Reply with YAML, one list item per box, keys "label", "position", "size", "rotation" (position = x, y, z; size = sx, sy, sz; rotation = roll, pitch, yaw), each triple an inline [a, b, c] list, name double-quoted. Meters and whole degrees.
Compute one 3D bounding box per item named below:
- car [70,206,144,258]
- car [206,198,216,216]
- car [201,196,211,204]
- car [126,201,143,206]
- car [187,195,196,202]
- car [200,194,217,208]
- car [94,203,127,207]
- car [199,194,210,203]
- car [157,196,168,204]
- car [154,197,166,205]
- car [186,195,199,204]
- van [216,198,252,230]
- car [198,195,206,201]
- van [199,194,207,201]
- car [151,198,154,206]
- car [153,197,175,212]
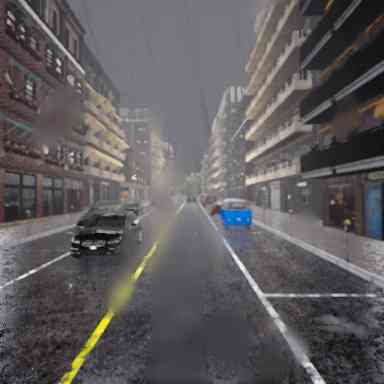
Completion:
- label: "car"
  position: [-3.094, 1.505, 12.850]
  size: [1.837, 1.490, 4.892]
  rotation: [0, 0, 0]
- label: "car"
  position: [2.681, 1.536, 32.055]
  size: [1.887, 1.381, 4.507]
  rotation: [1, 0, 0]
- label: "car"
  position: [2.656, 1.513, 65.651]
  size: [1.752, 1.417, 4.829]
  rotation: [1, 0, 0]
- label: "car"
  position: [-5.700, 1.565, 32.089]
  size: [1.947, 1.339, 4.313]
  rotation: [1, 0, 0]
- label: "car"
  position: [-0.053, 1.442, 75.737]
  size: [2.033, 1.411, 5.357]
  rotation: [0, 0, 0]
- label: "car"
  position: [2.671, 1.304, 48.769]
  size: [2.192, 1.841, 5.009]
  rotation: [1, 0, 0]
- label: "car"
  position: [-5.691, 1.567, 20.947]
  size: [1.947, 1.339, 4.313]
  rotation: [1, 0, 0]
- label: "car"
  position: [2.655, 1.303, 71.053]
  size: [2.192, 1.841, 5.009]
  rotation: [1, 0, 0]
- label: "car"
  position: [-5.725, 1.577, 65.516]
  size: [1.802, 1.307, 4.206]
  rotation: [1, 0, 0]
- label: "car"
  position: [-5.721, 1.577, 59.944]
  size: [1.802, 1.307, 4.206]
  rotation: [1, 0, 0]
- label: "car"
  position: [-0.045, 1.342, 65.662]
  size: [2.097, 1.767, 4.553]
  rotation: [0, 0, 0]
- label: "van"
  position: [2.691, 1.335, 20.914]
  size: [1.690, 1.788, 3.998]
  rotation: [1, 0, 0]
- label: "car"
  position: [2.639, 1.537, 87.766]
  size: [2.008, 1.369, 4.403]
  rotation: [1, 0, 0]
- label: "van"
  position: [2.646, 1.328, 82.195]
  size: [1.690, 1.788, 3.998]
  rotation: [1, 0, 0]
- label: "car"
  position: [-5.716, 1.541, 54.374]
  size: [1.887, 1.381, 4.507]
  rotation: [1, 0, 0]
- label: "car"
  position: [-3.025, 1.438, 38.373]
  size: [1.812, 1.442, 4.674]
  rotation: [0, 0, 0]
